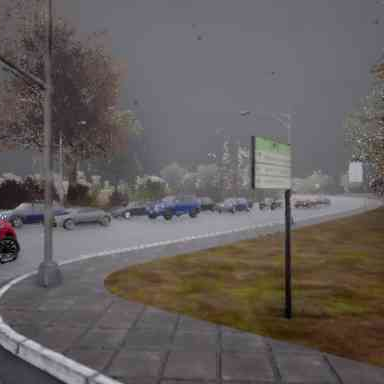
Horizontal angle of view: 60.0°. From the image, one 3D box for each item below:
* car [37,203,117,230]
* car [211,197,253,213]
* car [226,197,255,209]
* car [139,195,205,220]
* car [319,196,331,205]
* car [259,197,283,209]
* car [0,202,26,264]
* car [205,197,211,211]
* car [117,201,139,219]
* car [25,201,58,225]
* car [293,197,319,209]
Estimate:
[{"bbox_3d":[-7.406,1.626,21.749,1.994,1.385,4.181,0,0,39],"label":"car"},{"bbox_3d":[4.514,1.372,36.862,2.097,1.767,4.553,0,0,37],"label":"car"},{"bbox_3d":[6.738,1.493,45.589,1.837,1.490,4.892,0,0,37],"label":"car"},{"bbox_3d":[-1.579,1.273,29.060,2.150,2.045,5.566,0,0,39],"label":"car"},{"bbox_3d":[21.196,1.409,54.043,2.033,1.411,5.357,0,0,31],"label":"car"},{"bbox_3d":[10.768,1.468,45.144,1.837,1.490,4.892,0,0,36],"label":"car"},{"bbox_3d":[-6.713,1.258,8.717,2.150,2.045,5.566,-2,0,-6],"label":"car"},{"bbox_3d":[0.703,1.391,37.655,2.097,1.767,4.553,0,0,38],"label":"car"},{"bbox_3d":[-5.279,1.572,30.035,1.837,1.490,4.892,0,0,38],"label":"car"},{"bbox_3d":[-10.980,1.426,22.886,2.097,1.767,4.553,0,0,39],"label":"car"},{"bbox_3d":[15.517,1.531,45.585,1.895,1.301,4.718,0,0,35],"label":"car"}]
